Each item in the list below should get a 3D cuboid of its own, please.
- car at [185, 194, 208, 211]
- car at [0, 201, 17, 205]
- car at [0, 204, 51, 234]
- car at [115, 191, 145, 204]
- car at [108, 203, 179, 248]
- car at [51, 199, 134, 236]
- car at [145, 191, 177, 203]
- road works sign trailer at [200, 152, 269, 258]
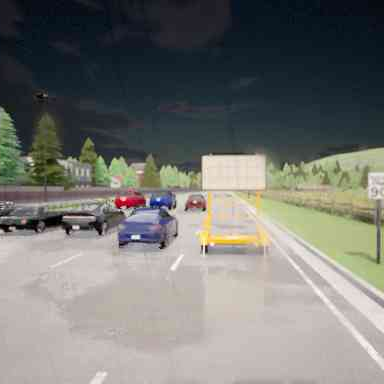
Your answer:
[{"bbox_3d":[0.547,1.023,35.495,2.097,1.767,4.553,0,1,6],"label":"car"},{"bbox_3d":[-11.604,1.296,20.313,2.128,1.511,4.902,0,1,6],"label":"car"},{"bbox_3d":[-8.318,1.427,18.103,1.895,1.301,4.718,0,1,6],"label":"car"},{"bbox_3d":[-6.484,0.881,35.548,2.150,2.045,5.566,0,0,6],"label":"car"},{"bbox_3d":[-1.726,1.394,13.951,1.812,1.442,4.674,0,1,6],"label":"car"},{"bbox_3d":[-4.892,1.328,17.198,2.128,1.511,4.902,0,1,6],"label":"car"},{"bbox_3d":[-2.999,0.886,35.193,2.150,2.045,5.566,0,0,6],"label":"car"},{"bbox_3d":[1.537,0.349,12.332,2.380,3.560,2.880,0,1,6],"label":"road works sign trailer"}]
